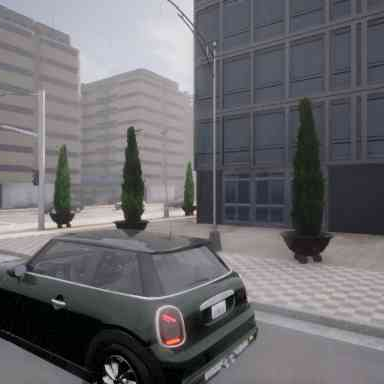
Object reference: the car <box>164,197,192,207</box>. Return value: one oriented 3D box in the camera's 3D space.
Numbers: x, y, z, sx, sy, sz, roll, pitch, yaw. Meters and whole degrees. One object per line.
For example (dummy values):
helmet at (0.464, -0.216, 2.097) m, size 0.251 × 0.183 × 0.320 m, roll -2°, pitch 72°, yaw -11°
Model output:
car at (-2.196, 1.560, 52.707) m, size 1.837 × 1.490 × 4.892 m, roll 0°, pitch 0°, yaw 35°

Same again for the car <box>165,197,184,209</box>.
car at (-1.718, 1.656, 46.994) m, size 1.895 × 1.301 × 4.718 m, roll 0°, pitch 0°, yaw 35°

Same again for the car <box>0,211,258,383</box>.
car at (-1.424, 1.352, 5.009) m, size 4.553 × 1.767 × 2.097 m, roll 0°, pitch 0°, yaw 35°

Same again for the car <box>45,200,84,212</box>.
car at (-14.041, 1.560, 35.949) m, size 1.837 × 1.490 × 4.892 m, roll 0°, pitch 0°, yaw 35°

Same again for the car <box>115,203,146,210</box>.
car at (-8.145, 1.581, 44.288) m, size 1.812 × 1.442 × 4.674 m, roll 0°, pitch 0°, yaw 35°
